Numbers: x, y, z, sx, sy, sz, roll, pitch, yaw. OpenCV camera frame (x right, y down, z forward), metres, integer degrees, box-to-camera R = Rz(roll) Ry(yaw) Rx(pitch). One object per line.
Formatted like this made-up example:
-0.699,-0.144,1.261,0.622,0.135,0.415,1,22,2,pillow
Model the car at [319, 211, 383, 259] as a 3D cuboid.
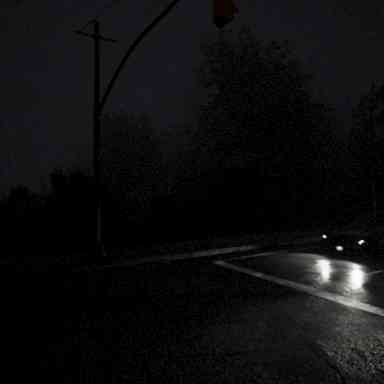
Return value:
7.207,1.427,12.312,5.357,1.411,2.033,-1,1,-29,car
